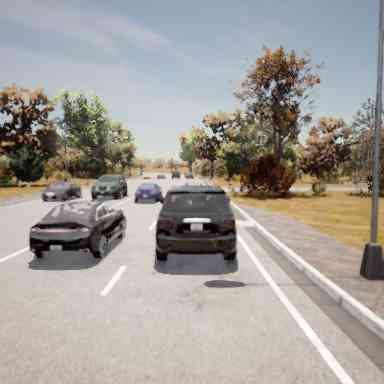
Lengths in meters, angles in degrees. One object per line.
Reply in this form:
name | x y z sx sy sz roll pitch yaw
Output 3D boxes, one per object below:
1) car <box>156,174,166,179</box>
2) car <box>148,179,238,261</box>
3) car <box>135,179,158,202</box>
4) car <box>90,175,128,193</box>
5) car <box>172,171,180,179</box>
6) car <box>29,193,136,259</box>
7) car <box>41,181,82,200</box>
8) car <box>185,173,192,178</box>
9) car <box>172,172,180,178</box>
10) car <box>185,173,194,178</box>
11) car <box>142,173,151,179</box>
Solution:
car | -7.395 -3.696 79.787 1.994 1.385 4.181 0 4 -1
car | 0.096 0.767 10.621 2.150 2.045 5.566 0 3 0
car | -3.401 -0.016 26.449 1.812 1.442 4.674 0 4 0
car | -7.017 -0.483 28.844 2.150 2.045 5.566 0 4 0
car | -4.029 -4.308 83.656 2.150 2.045 5.566 0 4 -2
car | -3.400 1.034 10.719 2.128 1.511 4.902 0 4 0
car | -10.537 -0.100 27.165 2.128 1.511 4.902 0 4 1
car | -1.049 -4.825 94.689 1.994 1.385 4.181 0 4 -3
car | -4.543 -4.837 94.488 2.128 1.511 4.902 0 4 -3
car | -0.541 -4.027 84.121 1.812 1.442 4.674 0 4 -2
car | -10.892 -3.761 79.617 1.882 1.535 5.008 0 4 -1
